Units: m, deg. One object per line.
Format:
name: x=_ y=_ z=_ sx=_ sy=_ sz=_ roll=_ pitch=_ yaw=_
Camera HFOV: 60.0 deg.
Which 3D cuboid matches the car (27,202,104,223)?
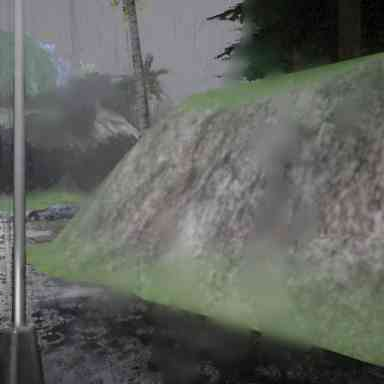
car: x=-9.981 y=1.536 z=26.189 sx=2.033 sy=1.411 sz=5.357 roll=0 pitch=0 yaw=36
